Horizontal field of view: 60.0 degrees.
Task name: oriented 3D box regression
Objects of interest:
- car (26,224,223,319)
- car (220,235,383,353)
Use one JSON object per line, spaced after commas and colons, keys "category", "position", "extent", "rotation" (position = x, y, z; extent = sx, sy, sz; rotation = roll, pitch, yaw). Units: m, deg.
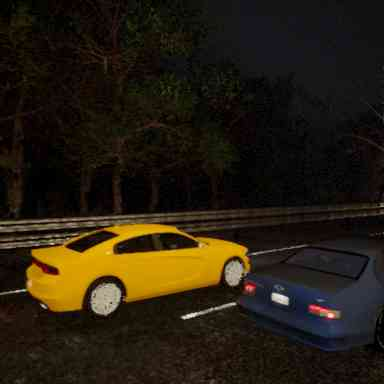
{"category": "car", "position": [-0.892, 1.466, 7.429], "extent": [5.008, 1.535, 1.882], "rotation": [0, 0, -36]}
{"category": "car", "position": [3.263, 1.528, 6.105], "extent": [5.357, 1.411, 2.033], "rotation": [0, 0, -36]}
